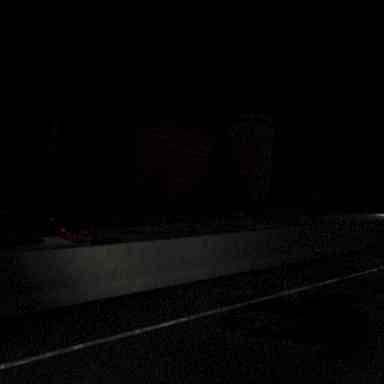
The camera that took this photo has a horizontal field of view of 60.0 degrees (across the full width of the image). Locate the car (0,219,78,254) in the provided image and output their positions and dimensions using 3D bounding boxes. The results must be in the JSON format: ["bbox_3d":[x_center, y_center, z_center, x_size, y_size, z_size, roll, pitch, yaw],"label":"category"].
[{"bbox_3d":[-5.565,1.602,8.620,4.718,1.301,1.895,0,0,-36],"label":"car"}]

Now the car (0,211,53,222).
[{"bbox_3d":[-6.818,1.572,12.026,4.181,1.385,1.994,0,0,-36],"label":"car"}]

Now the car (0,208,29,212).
[{"bbox_3d":[-8.754,1.500,14.944,4.902,1.511,2.128,0,0,-35],"label":"car"}]
